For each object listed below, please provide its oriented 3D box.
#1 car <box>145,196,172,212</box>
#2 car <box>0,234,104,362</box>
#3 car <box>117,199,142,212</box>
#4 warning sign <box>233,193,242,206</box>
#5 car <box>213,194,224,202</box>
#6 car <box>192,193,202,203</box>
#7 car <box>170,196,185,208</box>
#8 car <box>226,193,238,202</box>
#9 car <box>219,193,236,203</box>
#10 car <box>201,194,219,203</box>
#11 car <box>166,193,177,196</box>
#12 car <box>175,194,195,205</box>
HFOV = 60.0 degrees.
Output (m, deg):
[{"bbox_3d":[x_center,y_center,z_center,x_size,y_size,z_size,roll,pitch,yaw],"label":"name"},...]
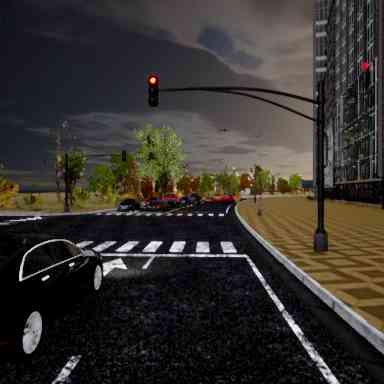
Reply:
[{"bbox_3d":[-4.064,1.562,39.524,1.994,1.385,4.181,0,0,7],"label":"car"},{"bbox_3d":[-3.012,1.504,5.889,1.837,1.490,4.892,0,0,1],"label":"car"},{"bbox_3d":[-7.335,1.522,39.551,1.812,1.442,4.674,0,0,7],"label":"car"},{"bbox_3d":[6.548,1.120,48.212,1.300,1.860,1.060,0,0,8],"label":"warning sign"},{"bbox_3d":[6.470,1.369,80.528,2.097,1.767,4.553,0,0,14],"label":"car"},{"bbox_3d":[0.753,1.228,69.590,2.150,2.045,5.566,0,0,11],"label":"car"},{"bbox_3d":[-2.796,1.601,49.285,1.895,1.301,4.718,0,0,8],"label":"car"},{"bbox_3d":[9.777,1.242,80.389,2.150,2.045,5.566,0,0,14],"label":"car"},{"bbox_3d":[7.622,1.236,70.097,2.150,2.045,5.566,0,0,12],"label":"car"},{"bbox_3d":[3.678,1.572,66.896,1.994,1.385,4.181,0,0,12],"label":"car"},{"bbox_3d":[-3.995,1.223,62.147,2.150,2.045,5.566,0,0,10],"label":"car"},{"bbox_3d":[-1.208,1.528,59.204,1.812,1.442,4.674,0,0,10],"label":"car"}]
